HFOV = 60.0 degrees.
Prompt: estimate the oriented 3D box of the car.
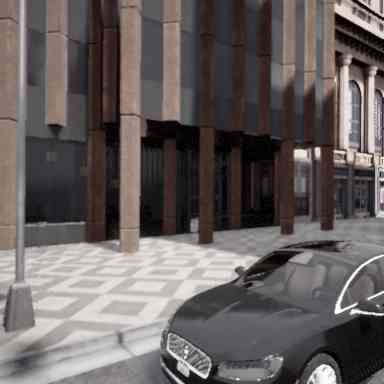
[{"bbox_3d":[1.888,1.515,4.716,4.892,1.490,1.837,0,0,-36],"label":"car"}]
